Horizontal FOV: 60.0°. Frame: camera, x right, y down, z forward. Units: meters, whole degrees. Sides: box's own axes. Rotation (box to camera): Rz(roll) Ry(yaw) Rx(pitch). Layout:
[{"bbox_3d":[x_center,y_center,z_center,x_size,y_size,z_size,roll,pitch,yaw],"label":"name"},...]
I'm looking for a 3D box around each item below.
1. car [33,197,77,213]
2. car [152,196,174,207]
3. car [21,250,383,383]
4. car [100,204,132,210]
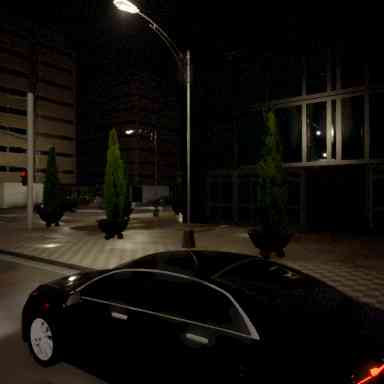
[{"bbox_3d":[-15.032,1.408,36.538,2.097,1.767,4.553,0,0,35],"label":"car"},{"bbox_3d":[-4.144,1.407,51.964,2.097,1.767,4.553,0,0,35],"label":"car"},{"bbox_3d":[-0.215,1.505,4.143,4.892,1.490,1.837,0,0,36],"label":"car"},{"bbox_3d":[-9.910,1.581,43.788,1.812,1.442,4.674,0,0,35],"label":"car"}]
